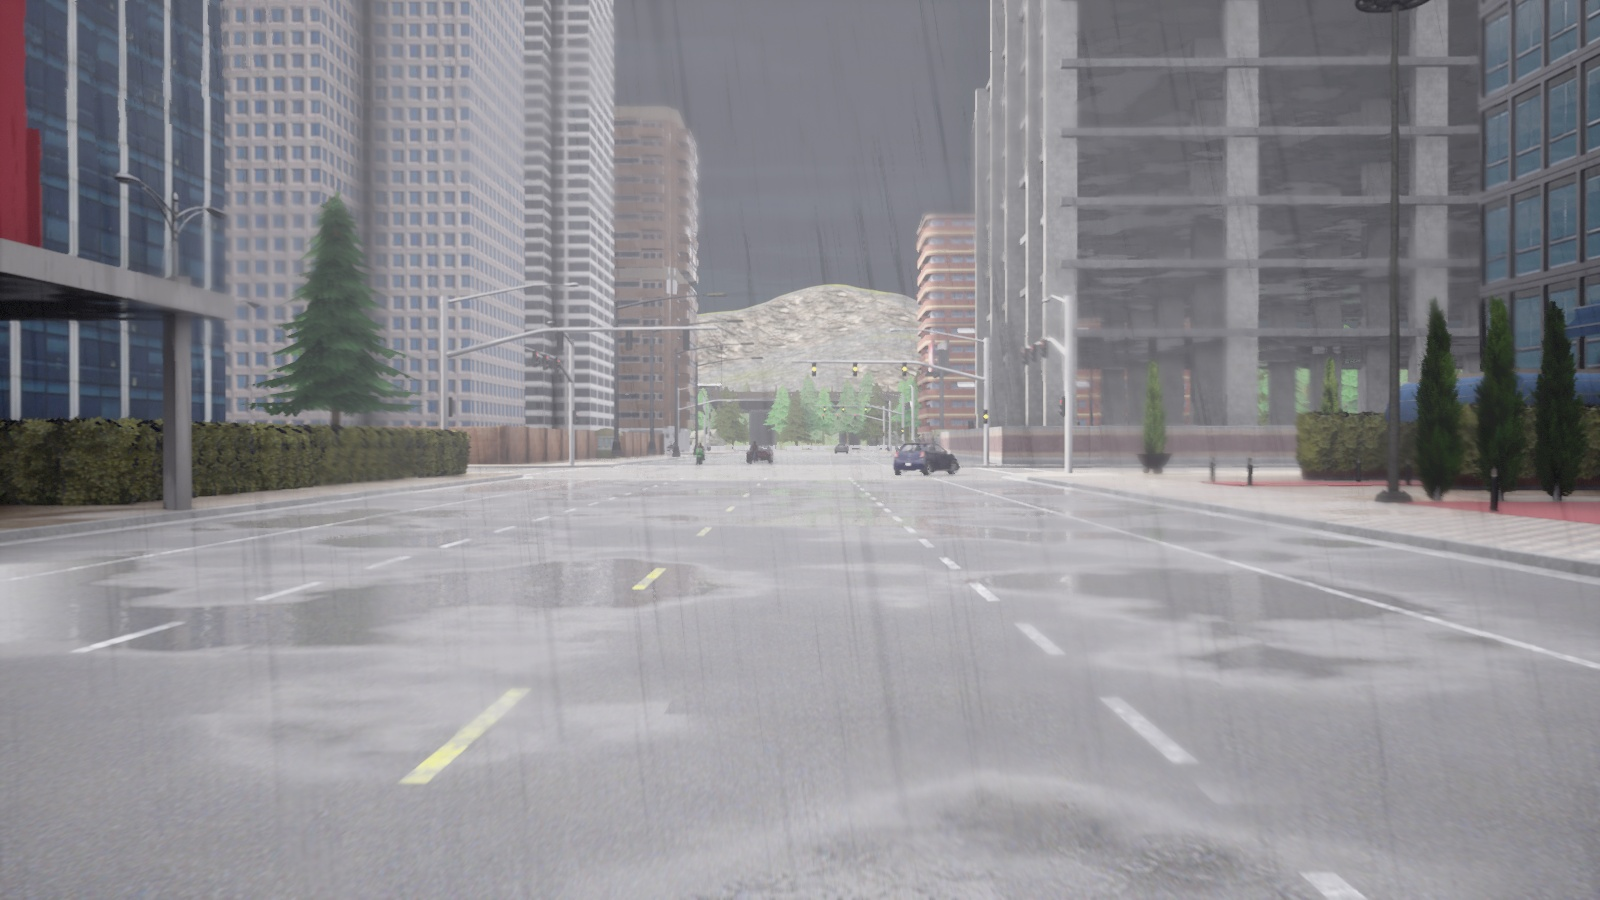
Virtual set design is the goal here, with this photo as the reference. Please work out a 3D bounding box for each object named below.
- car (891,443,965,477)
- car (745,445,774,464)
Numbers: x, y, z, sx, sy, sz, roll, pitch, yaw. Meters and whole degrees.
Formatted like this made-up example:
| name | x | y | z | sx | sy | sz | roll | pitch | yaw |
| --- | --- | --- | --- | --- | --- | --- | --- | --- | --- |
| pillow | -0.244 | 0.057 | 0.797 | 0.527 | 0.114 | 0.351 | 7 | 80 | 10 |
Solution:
| name | x | y | z | sx | sy | sz | roll | pitch | yaw |
| --- | --- | --- | --- | --- | --- | --- | --- | --- | --- |
| car | 5.861 | 0.442 | 57.355 | 1.845 | 1.501 | 3.633 | 0 | 0 | 34 |
| car | -2.991 | 0.317 | 93.554 | 1.895 | 1.301 | 4.718 | 0 | 0 | 1 |
